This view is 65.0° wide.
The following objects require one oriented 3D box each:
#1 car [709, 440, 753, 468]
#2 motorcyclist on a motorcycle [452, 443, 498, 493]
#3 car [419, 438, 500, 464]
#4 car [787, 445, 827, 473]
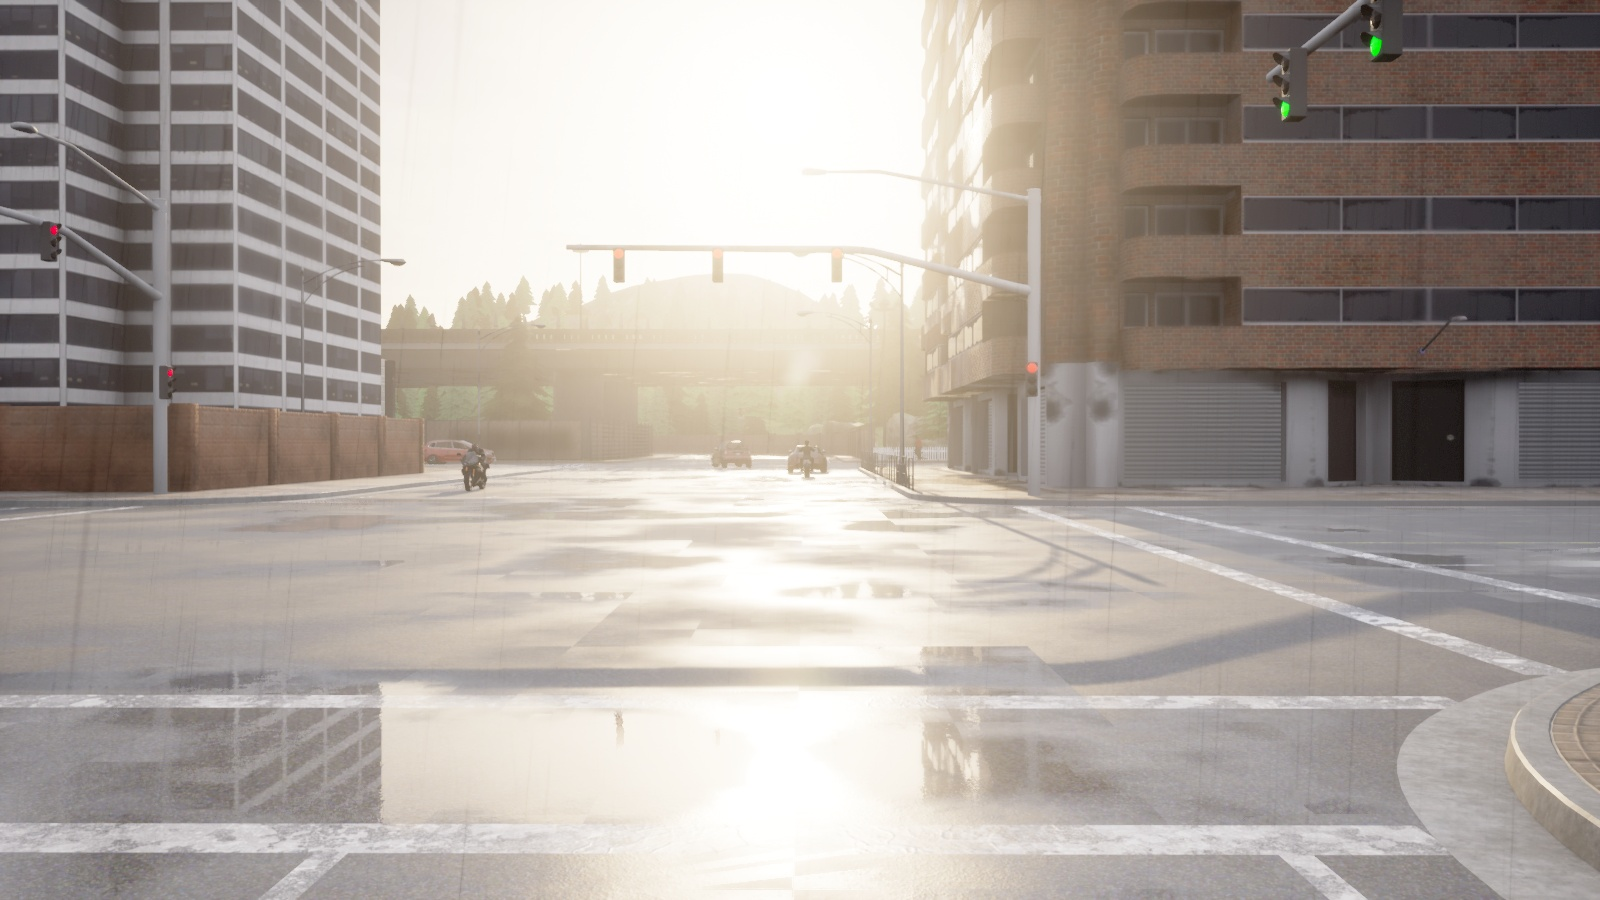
[{"bbox_3d":[-4.151,0.203,75.132,1.851,1.617,3.988,0,1,-16],"label":"car"},{"bbox_3d":[-10.265,0.546,39.709,0.866,1.530,2.191,0,0,0],"label":"motorcyclist on a motorcycle"},{"bbox_3d":[-21.866,0.056,80.710,4.611,1.667,2.242,0,0,0],"label":"car"},{"bbox_3d":[0.367,0.445,63.840,1.994,1.385,4.181,0,0,0],"label":"car"}]
